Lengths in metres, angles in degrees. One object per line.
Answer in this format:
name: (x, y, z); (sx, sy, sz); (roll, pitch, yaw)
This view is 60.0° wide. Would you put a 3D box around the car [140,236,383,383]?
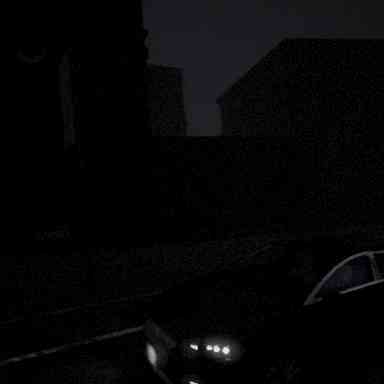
car: (1.723, 1.448, 4.720); (4.902, 1.511, 2.128); (0, 1, -29)
